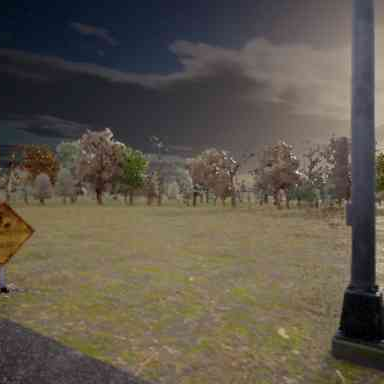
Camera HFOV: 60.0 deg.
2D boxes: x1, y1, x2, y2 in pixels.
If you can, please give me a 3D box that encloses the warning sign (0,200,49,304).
[{"bbox_3d":[-3.763,1.111,6.615,1.060,1.860,1.300,0,0,35],"label":"warning sign"}]
